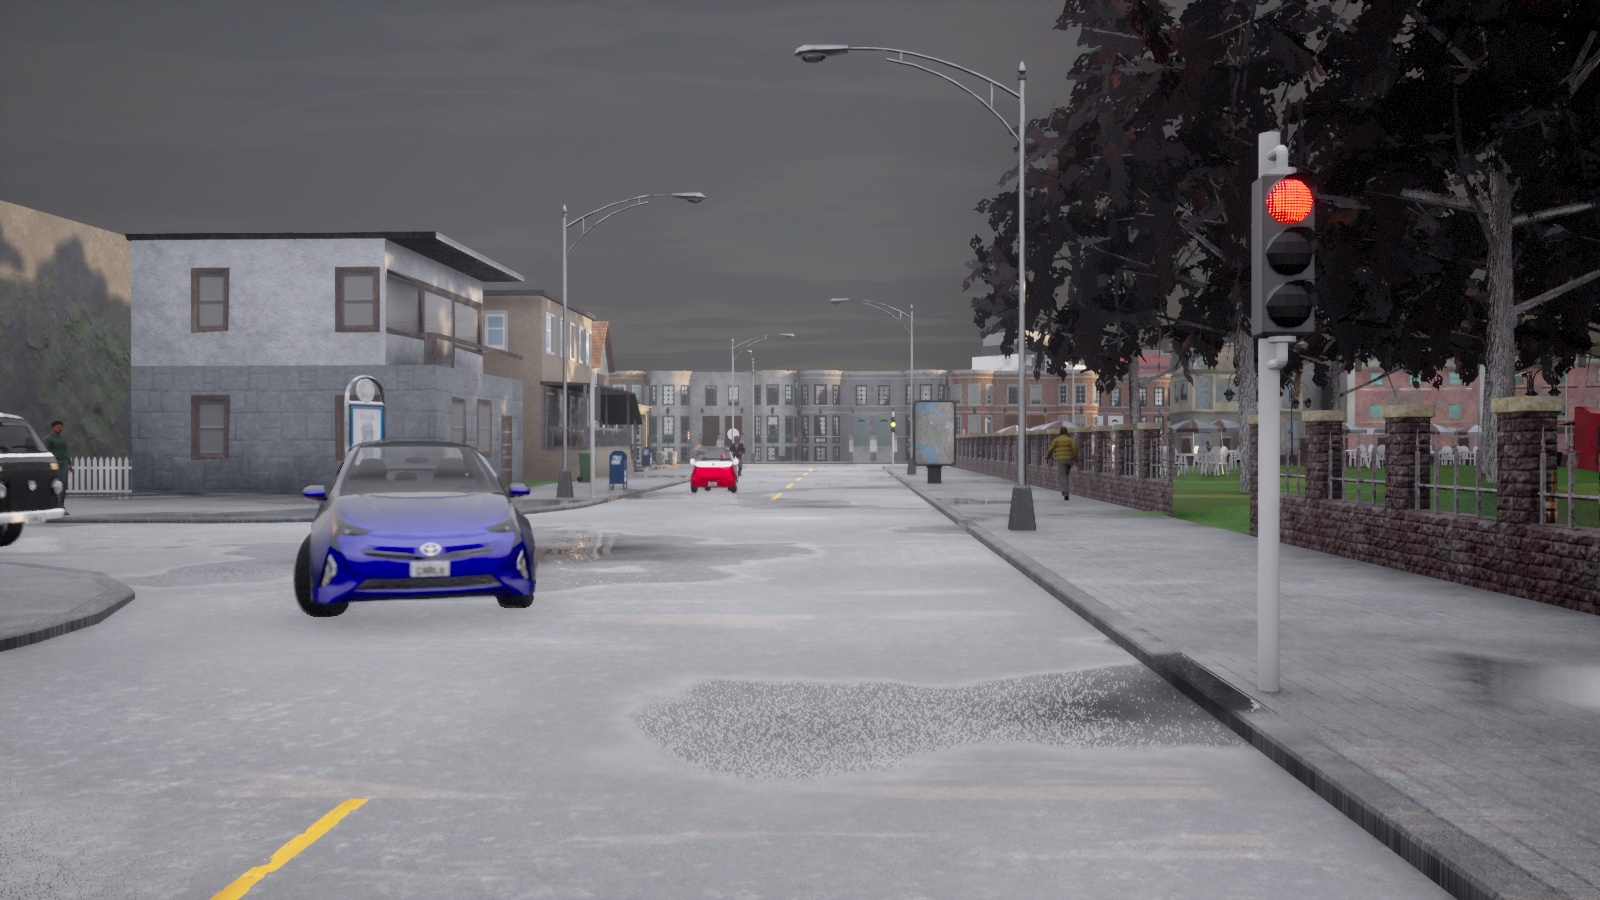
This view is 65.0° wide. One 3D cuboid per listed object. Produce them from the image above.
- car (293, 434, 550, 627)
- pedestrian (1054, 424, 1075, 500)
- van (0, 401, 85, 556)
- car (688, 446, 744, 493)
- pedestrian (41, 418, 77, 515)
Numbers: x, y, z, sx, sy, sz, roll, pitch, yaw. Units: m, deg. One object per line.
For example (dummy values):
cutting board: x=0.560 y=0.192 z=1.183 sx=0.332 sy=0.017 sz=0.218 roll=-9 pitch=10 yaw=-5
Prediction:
car: x=-3.815 y=0.620 z=12.366 sx=2.007 sy=1.525 sz=4.514 roll=0 pitch=0 yaw=-20
pedestrian: x=6.433 y=0.289 z=30.550 sx=0.370 sy=1.835 sz=0.726 roll=0 pitch=0 yaw=2
van: x=-12.712 y=0.360 z=17.383 sx=4.480 sy=2.038 sz=2.069 roll=0 pitch=0 yaw=2
car: x=-2.562 y=0.582 z=38.474 sx=1.481 sy=1.376 sz=2.207 roll=0 pitch=0 yaw=2
pedestrian: x=-14.293 y=0.308 z=24.213 sx=0.614 sy=1.847 sz=0.353 roll=0 pitch=0 yaw=32
